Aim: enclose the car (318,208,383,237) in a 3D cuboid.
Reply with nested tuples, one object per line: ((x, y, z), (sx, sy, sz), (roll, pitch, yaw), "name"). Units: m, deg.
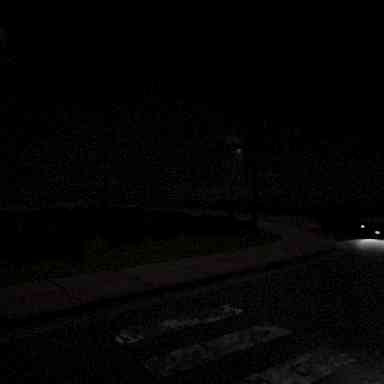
((9.056, 1.630, 19.058), (2.033, 1.411, 5.357), (1, 0, -2), "car")
